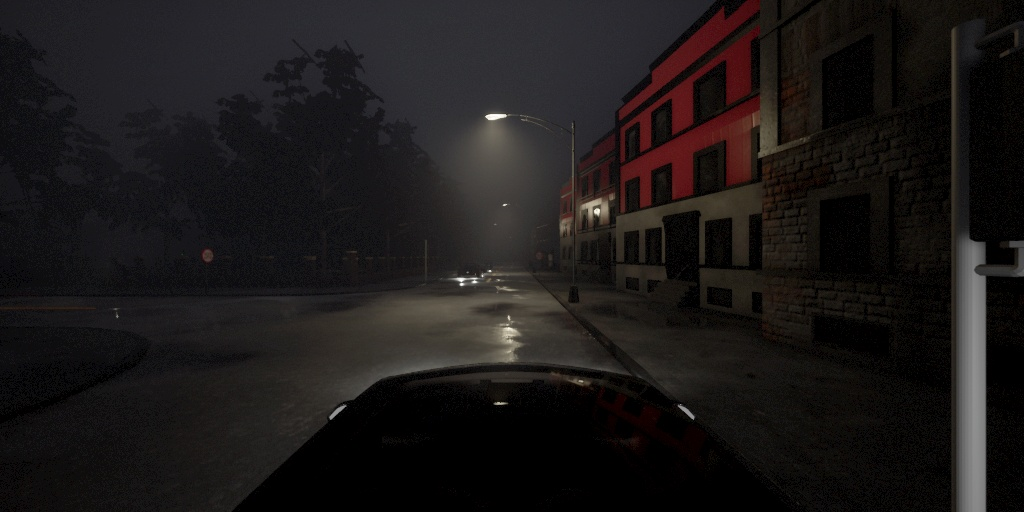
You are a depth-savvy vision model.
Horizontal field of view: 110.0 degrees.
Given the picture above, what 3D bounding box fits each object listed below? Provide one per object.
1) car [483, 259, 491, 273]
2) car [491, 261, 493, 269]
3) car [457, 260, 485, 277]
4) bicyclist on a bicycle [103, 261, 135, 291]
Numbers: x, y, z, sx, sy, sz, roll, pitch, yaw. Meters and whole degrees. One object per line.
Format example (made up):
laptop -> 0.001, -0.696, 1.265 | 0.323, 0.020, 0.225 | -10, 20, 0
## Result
car -> -4.017, 1.302, 43.938 | 2.033, 1.411, 5.357 | 0, 0, 0
car -> -3.971, 1.233, 54.349 | 1.882, 1.535, 5.008 | 0, 0, 0
car -> -4.036, 1.317, 34.645 | 1.994, 1.385, 4.181 | 0, 0, 0
bicyclist on a bicycle -> -21.814, 1.101, 19.924 | 0.582, 1.620, 1.656 | 0, 0, 0
